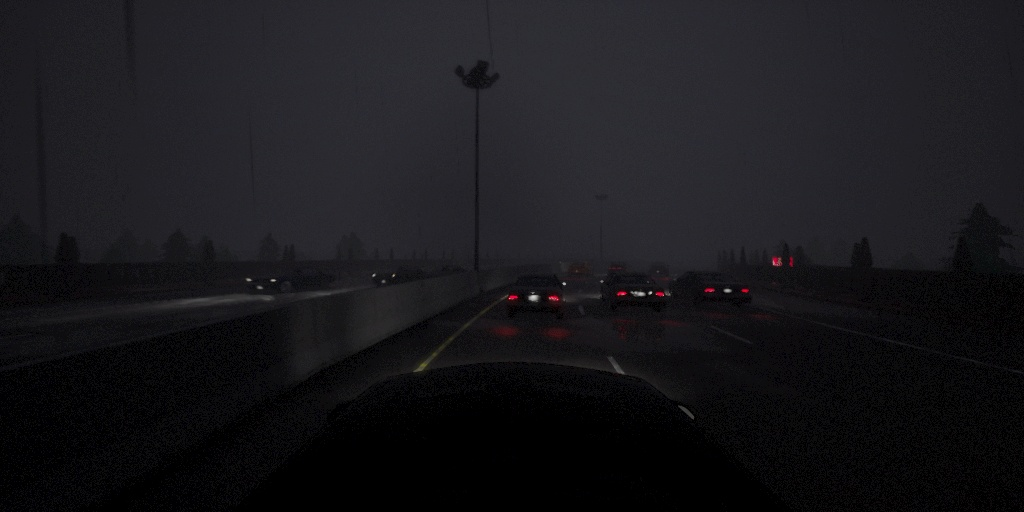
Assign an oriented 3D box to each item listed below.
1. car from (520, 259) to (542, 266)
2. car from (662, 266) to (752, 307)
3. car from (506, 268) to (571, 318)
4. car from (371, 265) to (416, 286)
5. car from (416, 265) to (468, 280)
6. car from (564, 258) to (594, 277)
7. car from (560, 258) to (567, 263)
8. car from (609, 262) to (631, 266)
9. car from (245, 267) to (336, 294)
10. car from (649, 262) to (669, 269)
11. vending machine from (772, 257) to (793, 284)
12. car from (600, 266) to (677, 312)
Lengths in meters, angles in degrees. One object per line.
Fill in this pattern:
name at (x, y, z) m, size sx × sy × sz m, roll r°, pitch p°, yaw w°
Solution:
car at (3.136, 1.235, 59.006) m, size 1.882 × 1.535 × 5.008 m, roll 0°, pitch 0°, yaw 33°
car at (8.429, 1.334, 15.744) m, size 2.033 × 1.411 × 5.357 m, roll 0°, pitch 0°, yaw 10°
car at (0.966, 1.301, 13.113) m, size 2.033 × 1.411 × 5.357 m, roll 0°, pitch 0°, yaw 8°
car at (-7.657, 1.314, 24.945) m, size 1.895 × 1.301 × 4.718 m, roll 0°, pitch 0°, yaw 14°
car at (-4.277, 1.293, 23.859) m, size 1.994 × 1.385 × 4.181 m, roll 0°, pitch 0°, yaw 14°
car at (6.894, 1.255, 35.488) m, size 1.882 × 1.535 × 5.008 m, roll 0°, pitch 0°, yaw 21°
car at (10.168, 1.140, 63.082) m, size 2.097 × 1.767 × 4.553 m, roll 0°, pitch 0°, yaw 37°
car at (10.505, 1.298, 35.114) m, size 1.837 × 1.490 × 4.892 m, roll 0°, pitch 0°, yaw 22°
car at (-12.226, 1.294, 20.150) m, size 1.895 × 1.301 × 4.718 m, roll 0°, pitch 0°, yaw 11°
car at (15.362, 1.340, 37.515) m, size 1.812 × 1.442 × 4.674 m, roll 0°, pitch 0°, yaw 24°
vending machine at (18.525, 1.026, 24.581) m, size 1.100 × 2.100 × 0.880 m, roll 0°, pitch 0°, yaw 18°
car at (4.678, 1.317, 14.424) m, size 2.033 × 1.411 × 5.357 m, roll 0°, pitch 0°, yaw 9°
